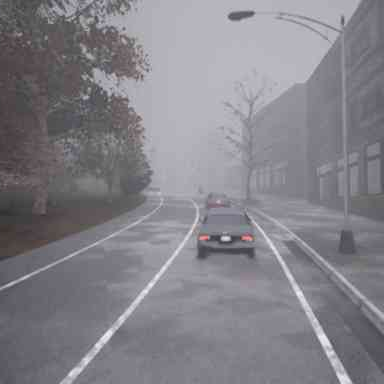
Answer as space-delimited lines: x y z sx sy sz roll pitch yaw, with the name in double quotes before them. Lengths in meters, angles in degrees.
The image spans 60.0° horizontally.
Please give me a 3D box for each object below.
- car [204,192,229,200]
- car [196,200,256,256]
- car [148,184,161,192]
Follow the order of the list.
"car" 2.056 0.662 27.957 1.994 1.385 4.181 1 2 -1
"car" 1.222 1.256 11.814 2.033 1.411 5.357 0 2 6
"car" -7.203 -0.787 63.354 1.812 1.442 4.674 2 2 -17
